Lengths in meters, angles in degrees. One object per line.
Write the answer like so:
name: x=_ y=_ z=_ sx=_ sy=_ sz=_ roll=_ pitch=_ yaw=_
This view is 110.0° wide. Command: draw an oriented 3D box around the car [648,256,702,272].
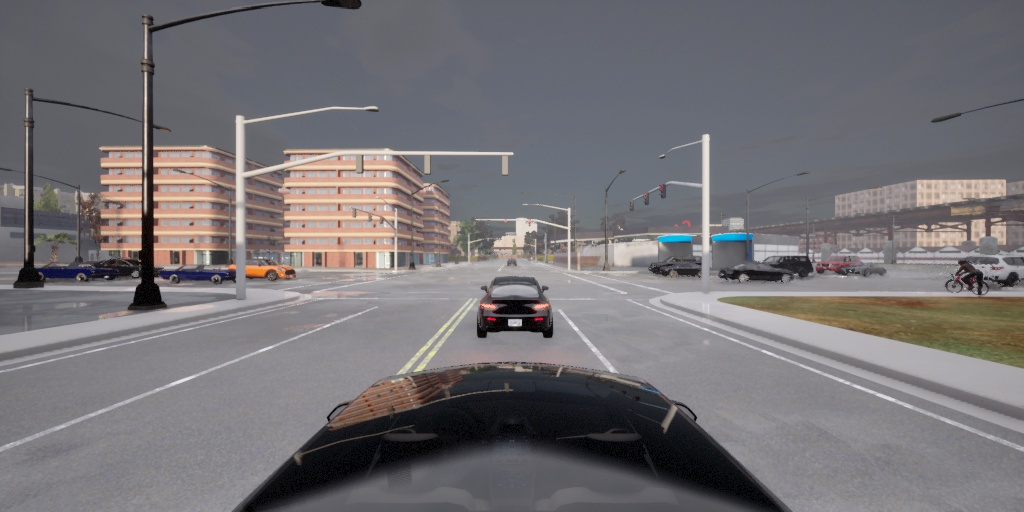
car: x=17.195 y=0.971 z=37.376 sx=5.566 sy=2.045 sz=2.150 roll=0 pitch=0 yaw=1

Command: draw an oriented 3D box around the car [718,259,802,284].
car: x=18.101 y=1.227 z=26.674 sx=5.008 sy=1.535 sz=1.882 roll=0 pitch=0 yaw=0

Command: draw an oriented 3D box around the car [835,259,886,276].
car: x=35.253 y=1.314 z=36.009 sx=4.181 sy=1.385 sz=1.994 roll=0 pitch=0 yaw=-18

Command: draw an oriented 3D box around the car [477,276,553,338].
car: x=0.075 y=1.276 z=10.056 sx=1.812 sy=1.442 sz=4.674 roll=0 pitch=0 yaw=0

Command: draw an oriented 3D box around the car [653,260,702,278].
car: x=16.106 y=1.314 z=33.943 sx=4.181 sy=1.385 sz=1.994 roll=0 pitch=0 yaw=0

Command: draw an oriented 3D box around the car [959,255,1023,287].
car: x=33.562 y=0.971 z=24.441 sx=5.566 sy=2.045 sz=2.150 roll=0 pitch=0 yaw=-12

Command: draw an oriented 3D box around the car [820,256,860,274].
car: x=36.633 y=0.971 z=40.103 sx=5.566 sy=2.045 sz=2.150 roll=0 pitch=0 yaw=-22

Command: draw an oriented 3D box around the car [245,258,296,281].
car: x=-19.458 y=0.986 z=28.007 sx=4.553 sy=1.767 sz=2.097 roll=1 pitch=0 yaw=1

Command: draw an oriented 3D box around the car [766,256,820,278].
car: x=25.459 y=0.971 z=34.071 sx=5.566 sy=2.045 sz=2.150 roll=0 pitch=0 yaw=-5

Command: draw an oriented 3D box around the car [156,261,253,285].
car: x=-20.958 y=1.220 z=24.538 sx=4.718 sy=1.301 sz=1.895 roll=1 pitch=0 yaw=2

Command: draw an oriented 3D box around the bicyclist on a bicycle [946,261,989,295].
bicyclist on a bicycle: x=21.913 y=1.050 z=17.291 sx=0.582 sy=1.620 sz=1.656 roll=0 pitch=0 yaw=0

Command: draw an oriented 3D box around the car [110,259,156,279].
car: x=-30.084 y=0.989 z=28.208 sx=4.892 sy=1.490 sz=1.837 roll=1 pitch=0 yaw=1

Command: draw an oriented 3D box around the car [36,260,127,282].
car: x=-30.072 y=1.088 z=24.705 sx=4.718 sy=1.301 sz=1.895 roll=1 pitch=0 yaw=1
